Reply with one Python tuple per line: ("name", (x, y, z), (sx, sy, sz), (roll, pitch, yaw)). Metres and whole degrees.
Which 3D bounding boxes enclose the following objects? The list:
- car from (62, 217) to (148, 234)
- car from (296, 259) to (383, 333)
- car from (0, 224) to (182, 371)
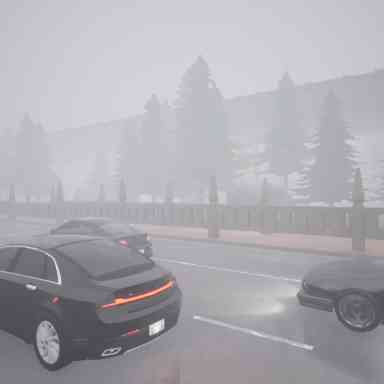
("car", (-3.320, 1.526, 10.651), (4.674, 1.442, 1.812), (0, 0, 35))
("car", (4.492, 1.547, 5.087), (5.357, 1.411, 2.033), (0, 0, 35))
("car", (-2.428, 1.505, 5.721), (4.892, 1.490, 1.837), (0, 0, 35))
